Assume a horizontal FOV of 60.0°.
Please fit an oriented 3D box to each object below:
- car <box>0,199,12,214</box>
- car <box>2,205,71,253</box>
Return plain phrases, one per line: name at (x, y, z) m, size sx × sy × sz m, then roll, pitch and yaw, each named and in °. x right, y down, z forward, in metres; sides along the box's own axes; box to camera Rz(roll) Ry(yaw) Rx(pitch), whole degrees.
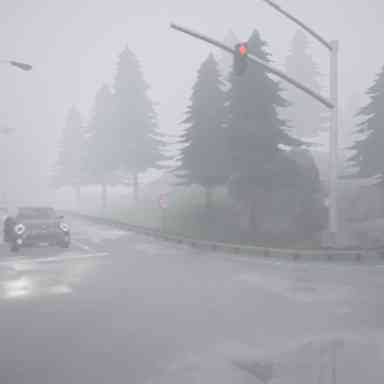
car at (-20.576, 1.525, 35.315) m, size 2.033 × 1.411 × 5.357 m, roll 1°, pitch -1°, yaw -33°
car at (-6.717, 1.383, 14.268) m, size 2.097 × 1.767 × 4.553 m, roll 1°, pitch -1°, yaw -33°
